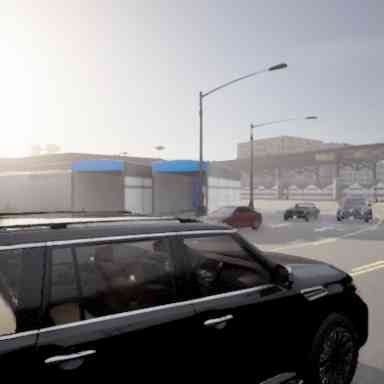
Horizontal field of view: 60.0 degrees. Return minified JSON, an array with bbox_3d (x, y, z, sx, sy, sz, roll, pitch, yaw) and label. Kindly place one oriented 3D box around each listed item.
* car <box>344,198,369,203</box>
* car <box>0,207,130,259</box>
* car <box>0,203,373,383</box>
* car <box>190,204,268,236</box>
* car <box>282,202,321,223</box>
[{"bbox_3d":[12.360,1.235,25.152,2.097,1.767,4.553,0,0,32],"label":"car"},{"bbox_3d":[-5.167,1.474,13.250,5.008,1.535,1.882,0,0,-36],"label":"car"},{"bbox_3d":[-0.477,1.220,3.419,5.566,2.045,2.150,0,0,-35],"label":"car"},{"bbox_3d":[2.239,1.506,19.005,4.674,1.442,1.812,0,0,-43],"label":"car"},{"bbox_3d":[8.844,1.565,26.613,1.895,1.301,4.718,0,0,32],"label":"car"}]
